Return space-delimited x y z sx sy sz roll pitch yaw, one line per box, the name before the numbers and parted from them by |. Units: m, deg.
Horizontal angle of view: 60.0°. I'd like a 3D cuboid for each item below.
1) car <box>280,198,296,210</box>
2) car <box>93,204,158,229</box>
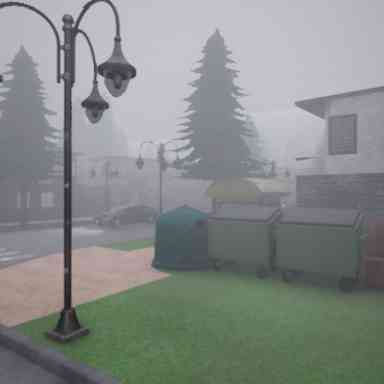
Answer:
car | 10.868 1.485 36.810 4.553 1.767 2.097 0 0 -31
car | -4.539 1.626 23.185 1.837 1.490 4.892 0 1 40
